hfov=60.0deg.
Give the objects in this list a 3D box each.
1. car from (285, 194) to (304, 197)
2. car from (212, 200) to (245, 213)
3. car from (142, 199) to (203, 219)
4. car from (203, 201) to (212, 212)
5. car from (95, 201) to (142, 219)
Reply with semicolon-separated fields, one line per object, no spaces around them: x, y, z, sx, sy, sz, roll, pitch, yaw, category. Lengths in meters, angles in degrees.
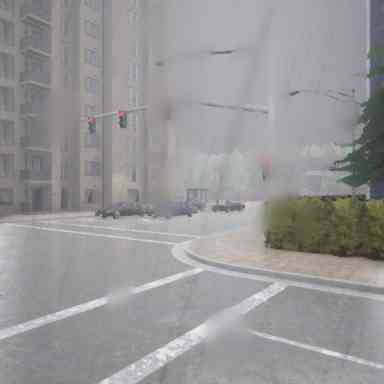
13.940;1.221;44.434;2.150;2.045;5.566;0;0;36;car
4.071;1.599;37.129;1.895;1.301;4.718;0;0;36;car
-1.582;1.546;29.385;2.033;1.411;5.357;0;0;36;car
-0.228;1.490;37.177;2.128;1.511;4.902;0;0;36;car
-5.917;1.546;29.378;2.033;1.411;5.357;0;0;36;car
